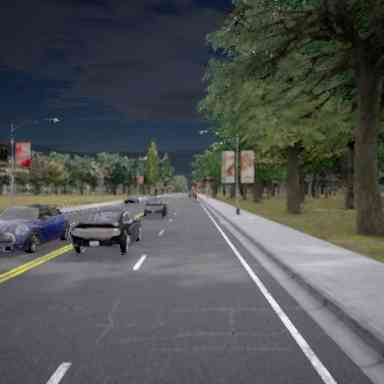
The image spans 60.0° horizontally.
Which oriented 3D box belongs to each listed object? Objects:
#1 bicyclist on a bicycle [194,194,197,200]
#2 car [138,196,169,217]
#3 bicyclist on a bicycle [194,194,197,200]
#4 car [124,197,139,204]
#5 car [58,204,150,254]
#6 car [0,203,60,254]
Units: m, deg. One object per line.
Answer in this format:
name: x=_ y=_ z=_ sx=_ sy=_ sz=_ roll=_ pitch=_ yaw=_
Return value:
bicyclist on a bicycle: x=0.862 y=1.133 z=71.794 sx=0.659 sy=1.776 sz=1.843 roll=0 pitch=0 yaw=0
car: x=-3.163 y=1.380 z=29.903 sx=2.128 sy=1.511 sz=4.902 roll=0 pitch=0 yaw=0
bicyclist on a bicycle: x=0.851 y=1.175 z=80.878 sx=0.866 sy=1.612 sz=1.509 roll=0 pitch=0 yaw=0
car: x=-9.832 y=1.411 z=54.283 sx=1.895 sy=1.301 sz=4.718 roll=0 pitch=0 yaw=0
car: x=-3.156 y=1.439 z=13.164 sx=2.128 sy=1.511 sz=4.902 roll=0 pitch=0 yaw=0
car: x=-6.607 y=1.299 z=13.254 sx=2.097 sy=1.767 sz=4.553 roll=0 pitch=0 yaw=0
